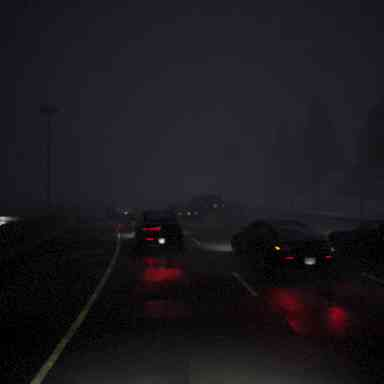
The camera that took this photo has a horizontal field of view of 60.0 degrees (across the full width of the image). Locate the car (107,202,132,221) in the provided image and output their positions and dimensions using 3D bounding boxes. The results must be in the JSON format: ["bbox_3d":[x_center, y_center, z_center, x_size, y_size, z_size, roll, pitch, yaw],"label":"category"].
[{"bbox_3d":[-6.644,1.614,30.964,1.812,1.442,4.674,0,0,-23],"label":"car"}]

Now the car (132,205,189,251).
[{"bbox_3d":[-1.554,1.542,14.527,1.837,1.490,4.892,0,0,-11],"label":"car"}]

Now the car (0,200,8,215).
[{"bbox_3d":[-20.222,1.620,34.247,2.128,1.511,4.902,0,0,-31],"label":"car"}]

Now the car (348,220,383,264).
[{"bbox_3d":[6.245,1.556,10.156,2.033,1.411,5.357,0,0,-7],"label":"car"}]

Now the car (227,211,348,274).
[{"bbox_3d":[2.639,1.544,10.561,1.812,1.442,4.674,0,0,-8],"label":"car"}]

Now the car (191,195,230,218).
[{"bbox_3d":[1.040,1.289,30.786,2.150,2.045,5.566,0,0,-21],"label":"car"}]

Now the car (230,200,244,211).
[{"bbox_3d":[3.442,1.548,34.008,1.882,1.535,5.008,0,0,-23],"label":"car"}]

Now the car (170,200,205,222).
[{"bbox_3d":[-1.059,1.612,26.334,2.033,1.411,5.357,0,0,-19],"label":"car"}]
